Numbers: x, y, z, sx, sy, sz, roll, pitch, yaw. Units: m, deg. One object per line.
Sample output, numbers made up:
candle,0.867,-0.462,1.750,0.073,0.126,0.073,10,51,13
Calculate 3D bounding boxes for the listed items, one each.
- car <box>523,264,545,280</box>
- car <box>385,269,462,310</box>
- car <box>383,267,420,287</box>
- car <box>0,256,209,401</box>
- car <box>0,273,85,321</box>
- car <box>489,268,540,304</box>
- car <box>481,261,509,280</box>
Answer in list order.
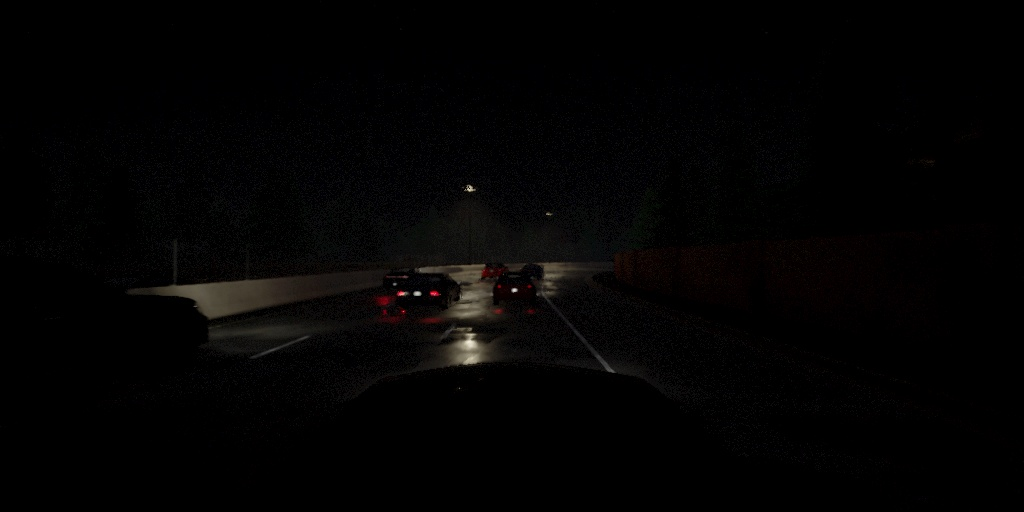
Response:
car,2.072,1.533,35.488,1.882,1.535,5.008,0,-1,11
car,-3.393,1.429,15.421,2.033,1.411,5.357,0,-1,0
car,-6.621,1.449,23.121,2.128,1.511,4.902,0,-1,4
car,-6.899,1.009,4.492,2.150,2.045,5.566,0,-1,0
car,-17.566,1.376,11.520,1.837,1.490,4.892,0,-1,0
car,0.141,1.458,17.400,1.994,1.385,4.181,0,0,1
car,-1.500,1.413,35.340,2.097,1.767,4.553,0,-1,10
